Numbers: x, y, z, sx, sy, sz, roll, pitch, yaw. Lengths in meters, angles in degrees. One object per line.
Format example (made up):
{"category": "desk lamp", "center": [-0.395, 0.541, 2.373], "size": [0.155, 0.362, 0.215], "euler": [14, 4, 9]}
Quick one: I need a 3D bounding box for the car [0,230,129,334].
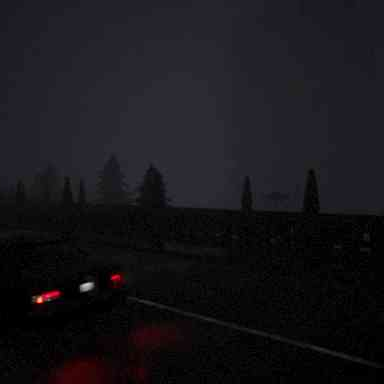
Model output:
{"category": "car", "center": [-3.655, 1.496, 6.616], "size": [5.357, 1.411, 2.033], "euler": [1, 0, 36]}
